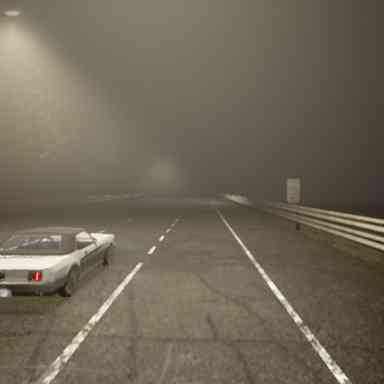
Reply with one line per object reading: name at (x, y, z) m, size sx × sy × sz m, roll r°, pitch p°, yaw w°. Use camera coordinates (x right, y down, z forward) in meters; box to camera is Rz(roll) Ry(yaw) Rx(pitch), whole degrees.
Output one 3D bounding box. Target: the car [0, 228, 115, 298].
car at (-3.361, 1.542, 8.305) m, size 1.895 × 1.301 × 4.718 m, roll 0°, pitch 0°, yaw 2°
